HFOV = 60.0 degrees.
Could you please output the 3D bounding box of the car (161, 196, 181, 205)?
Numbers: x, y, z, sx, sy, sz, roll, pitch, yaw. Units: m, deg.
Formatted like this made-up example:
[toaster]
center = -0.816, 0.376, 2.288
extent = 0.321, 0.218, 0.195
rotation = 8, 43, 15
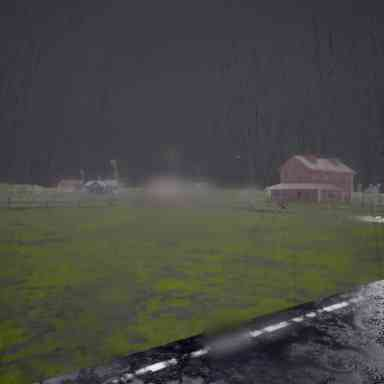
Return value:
[car]
center = -3.800, 1.509, 57.952
extent = 1.812, 1.442, 4.674
rotation = 1, 0, -35
